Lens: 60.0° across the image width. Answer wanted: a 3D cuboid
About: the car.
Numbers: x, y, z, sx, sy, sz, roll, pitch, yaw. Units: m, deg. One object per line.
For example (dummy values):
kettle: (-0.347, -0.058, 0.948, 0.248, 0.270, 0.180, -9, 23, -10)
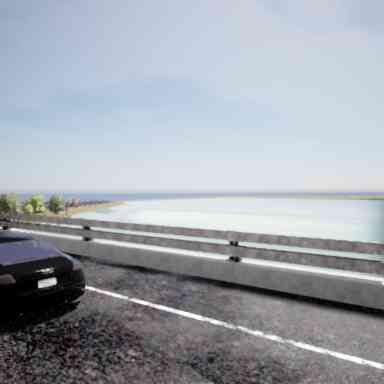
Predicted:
car: (-4.160, 1.552, 6.994, 4.181, 1.385, 1.994, 0, 0, 36)
